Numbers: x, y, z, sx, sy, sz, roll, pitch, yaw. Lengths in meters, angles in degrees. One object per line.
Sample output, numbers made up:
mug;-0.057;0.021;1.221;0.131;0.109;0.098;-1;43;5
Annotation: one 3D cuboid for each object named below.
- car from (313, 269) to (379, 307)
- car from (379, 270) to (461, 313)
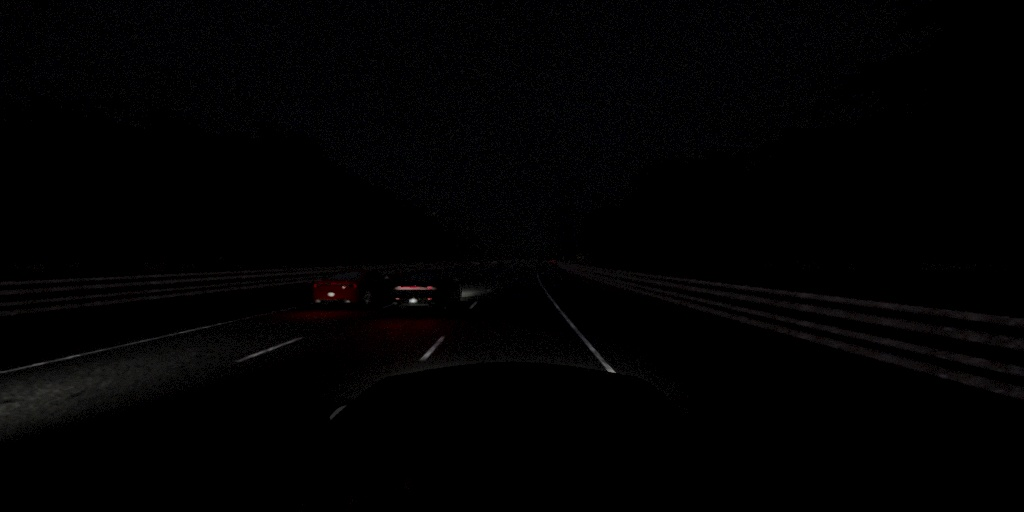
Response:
car;-6.736;1.304;15.948;1.882;1.535;5.008;0;0;1
car;-3.268;1.319;14.439;2.128;1.511;4.902;0;0;1
